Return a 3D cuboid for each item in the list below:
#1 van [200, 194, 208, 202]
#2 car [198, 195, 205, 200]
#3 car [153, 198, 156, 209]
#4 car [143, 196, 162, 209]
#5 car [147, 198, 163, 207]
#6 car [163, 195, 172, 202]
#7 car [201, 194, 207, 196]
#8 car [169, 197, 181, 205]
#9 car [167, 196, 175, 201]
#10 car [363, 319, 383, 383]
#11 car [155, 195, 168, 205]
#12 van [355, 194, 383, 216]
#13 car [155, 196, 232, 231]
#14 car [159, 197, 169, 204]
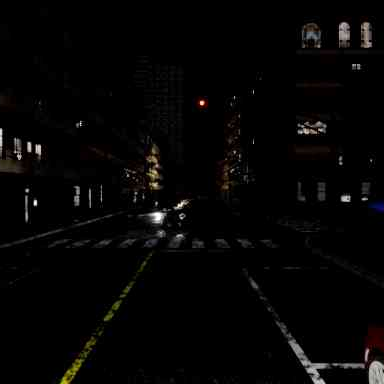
[{"bbox_3d":[2.756,1.379,78.437,1.690,1.788,3.998,-1,0,0],"label":"van"},{"bbox_3d":[2.774,1.603,95.021,1.887,1.381,4.507,-1,0,0],"label":"car"},{"bbox_3d":[-3.063,1.607,39.348,1.895,1.301,4.718,0,0,0],"label":"car"},{"bbox_3d":[-5.655,1.561,45.284,2.008,1.369,4.403,0,0,0],"label":"car"},{"bbox_3d":[-5.650,1.580,50.811,1.947,1.339,4.313,0,0,0],"label":"car"},{"bbox_3d":[-5.623,1.563,78.281,1.752,1.417,4.829,-1,0,0],"label":"car"},{"bbox_3d":[2.730,1.454,50.798,1.967,1.590,4.097,-1,0,0],"label":"car"},{"bbox_3d":[-3.014,1.622,60.416,1.895,1.301,4.718,0,0,0],"label":"car"},{"bbox_3d":[-5.611,1.633,89.507,1.802,1.307,4.206,-1,0,0],"label":"car"},{"bbox_3d":[2.682,1.545,1.799,1.887,1.381,4.507,0,0,0],"label":"car"},{"bbox_3d":[-5.640,1.463,61.867,1.967,1.590,4.097,-1,0,0],"label":"car"},{"bbox_3d":[15.666,1.036,27.357,3.998,1.788,1.690,-1,1,-1],"label":"van"},{"bbox_3d":[0.370,1.353,20.643,4.553,1.767,2.097,0,0,-40],"label":"car"},{"bbox_3d":[-5.633,1.609,67.395,1.802,1.307,4.206,-1,0,0],"label":"car"}]
